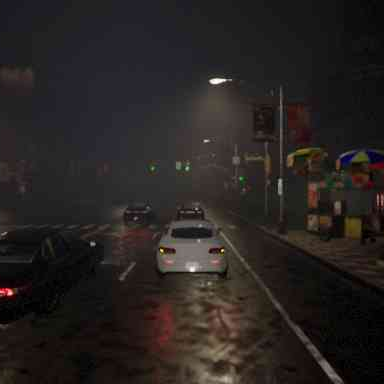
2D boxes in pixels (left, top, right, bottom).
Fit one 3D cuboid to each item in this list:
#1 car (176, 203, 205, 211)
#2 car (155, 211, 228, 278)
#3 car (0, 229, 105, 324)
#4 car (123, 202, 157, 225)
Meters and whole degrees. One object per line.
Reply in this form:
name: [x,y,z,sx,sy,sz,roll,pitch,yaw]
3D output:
car: [-0.101,1.479,23.291,2.128,1.511,4.902,0,0,0]
car: [-0.001,1.520,9.962,1.812,1.442,4.674,0,0,0]
car: [-3.467,1.544,7.450,2.033,1.411,5.357,0,0,0]
car: [-3.600,1.479,23.583,2.128,1.511,4.902,0,0,0]
